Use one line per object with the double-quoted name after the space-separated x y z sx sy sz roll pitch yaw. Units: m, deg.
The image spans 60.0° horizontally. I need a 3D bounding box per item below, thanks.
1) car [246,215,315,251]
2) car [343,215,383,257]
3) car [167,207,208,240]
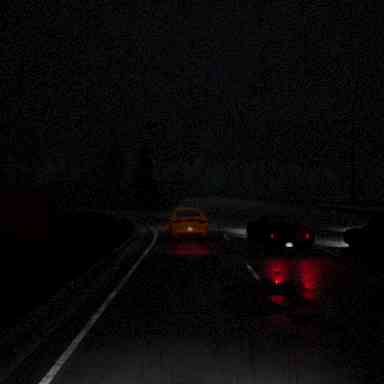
3.594 1.665 14.484 1.895 1.301 4.718 0 0 0 "car"
7.091 1.597 11.192 2.033 1.411 5.357 0 0 0 "car"
-0.299 1.556 17.665 1.882 1.535 5.008 0 0 -5 "car"
